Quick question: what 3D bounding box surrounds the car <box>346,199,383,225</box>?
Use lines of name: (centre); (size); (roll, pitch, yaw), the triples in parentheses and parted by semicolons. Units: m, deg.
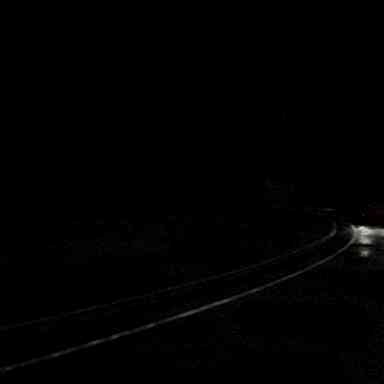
car: (12.735, 1.466, 23.907); (1.882, 1.535, 5.008); (1, 0, 15)

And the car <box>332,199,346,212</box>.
car: (17.951, 1.544, 38.587); (1.994, 1.385, 4.181); (1, 0, -3)
